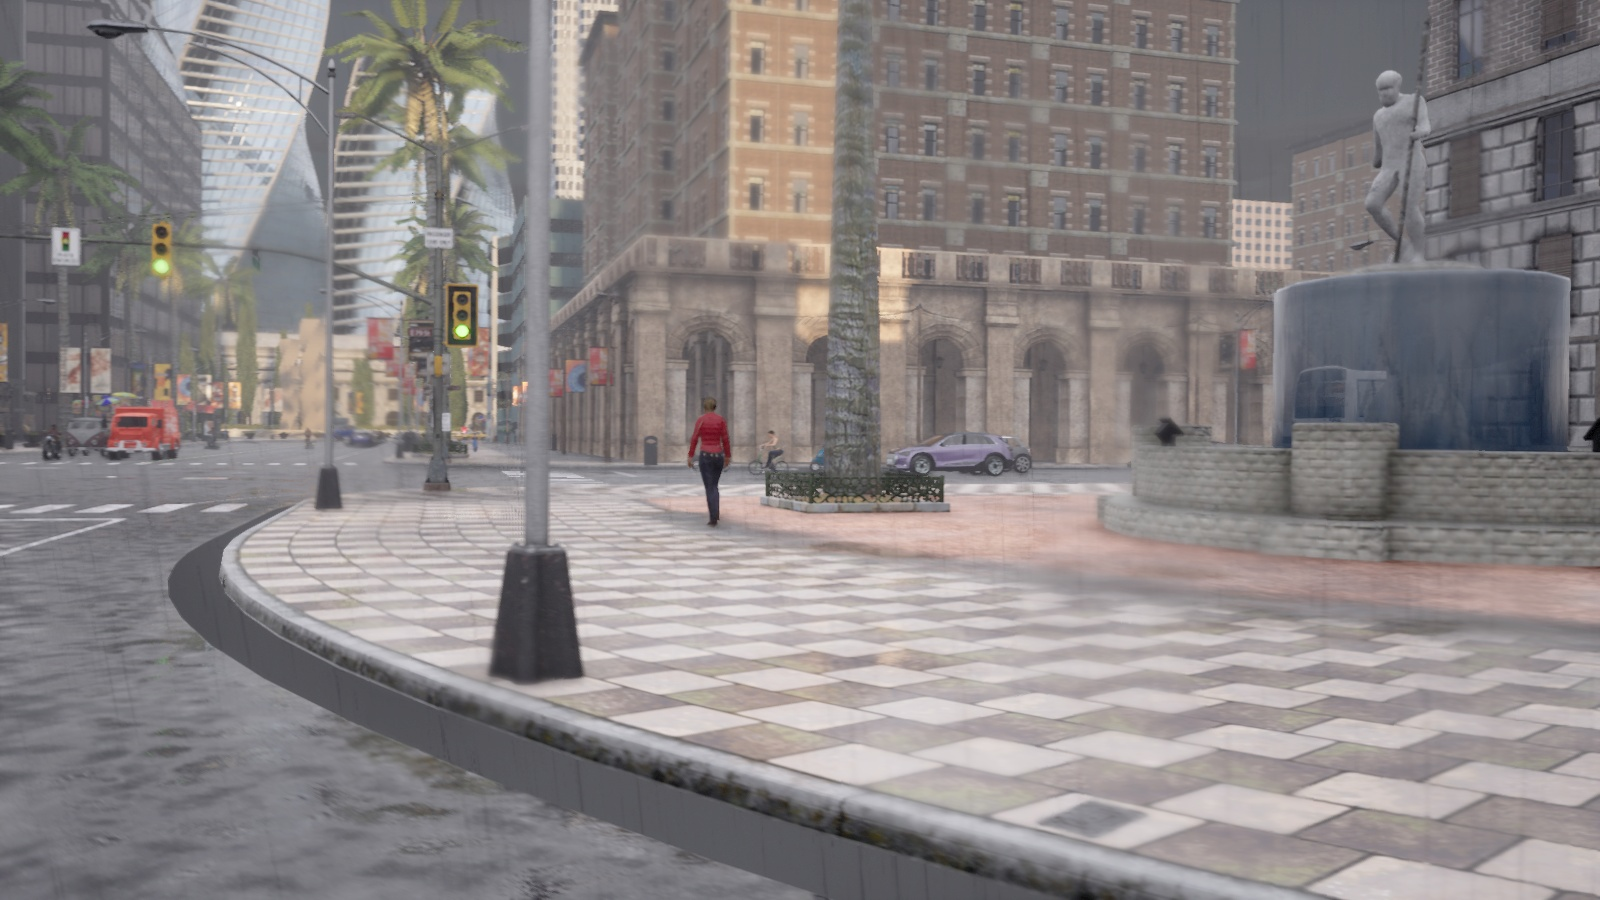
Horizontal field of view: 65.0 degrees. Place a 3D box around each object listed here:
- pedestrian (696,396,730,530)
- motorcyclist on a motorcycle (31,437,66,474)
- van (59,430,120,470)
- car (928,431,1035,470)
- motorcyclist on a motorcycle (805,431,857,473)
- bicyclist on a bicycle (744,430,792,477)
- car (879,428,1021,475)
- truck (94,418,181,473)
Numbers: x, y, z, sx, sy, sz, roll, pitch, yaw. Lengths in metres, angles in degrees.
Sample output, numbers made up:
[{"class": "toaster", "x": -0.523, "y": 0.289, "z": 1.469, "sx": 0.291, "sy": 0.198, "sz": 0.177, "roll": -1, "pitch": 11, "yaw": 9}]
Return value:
[{"class": "pedestrian", "x": -1.232, "y": 0.177, "z": 17.694, "sx": 0.331, "sy": 1.846, "sz": 0.636, "roll": -1, "pitch": 1, "yaw": -17}, {"class": "motorcyclist on a motorcycle", "x": -34.554, "y": 0.245, "z": 57.783, "sx": 0.766, "sy": 1.649, "sz": 2.350, "roll": -1, "pitch": 1, "yaw": -16}, {"class": "van", "x": -36.596, "y": -0.023, "z": 64.790, "sx": 1.775, "sy": 1.987, "sz": 4.442, "roll": -1, "pitch": 1, "yaw": -16}, {"class": "car", "x": 7.322, "y": 0.000, "z": 50.825, "sx": 3.806, "sy": 1.475, "sz": 1.970, "roll": -1, "pitch": 1, "yaw": -16}, {"class": "motorcyclist on a motorcycle", "x": 1.201, "y": 0.062, "z": 49.016, "sx": 1.817, "sy": 1.590, "sz": 0.866, "roll": -1, "pitch": 1, "yaw": -16}, {"class": "bicyclist on a bicycle", "x": -1.153, "y": 0.118, "z": 44.687, "sx": 1.509, "sy": 1.612, "sz": 0.866, "roll": -1, "pitch": 1, "yaw": -16}, {"class": "car", "x": 5.559, "y": 0.032, "z": 46.661, "sx": 4.856, "sy": 1.649, "sz": 2.033, "roll": -1, "pitch": 1, "yaw": -17}, {"class": "truck", "x": -31.594, "y": -0.245, "z": 60.071, "sx": 2.627, "sy": 2.467, "sz": 5.204, "roll": -1, "pitch": 1, "yaw": -16}]
